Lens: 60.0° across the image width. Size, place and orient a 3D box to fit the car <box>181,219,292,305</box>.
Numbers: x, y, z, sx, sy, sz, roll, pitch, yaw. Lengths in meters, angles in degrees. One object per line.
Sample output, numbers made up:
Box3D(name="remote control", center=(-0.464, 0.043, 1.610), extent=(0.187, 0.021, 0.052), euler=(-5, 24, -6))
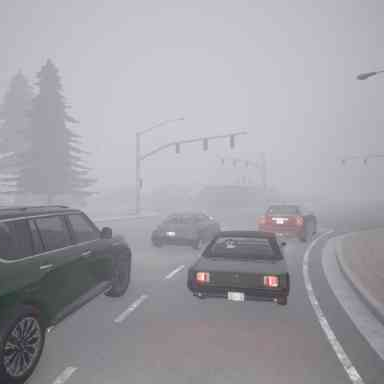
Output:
Box3D(name="car", center=(1.336, 1.588, 8.142), extent=(1.895, 1.301, 4.718), euler=(0, 0, 14))

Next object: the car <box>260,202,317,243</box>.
Box3D(name="car", center=(4.826, 1.320, 16.413), extent=(2.097, 1.767, 4.553), euler=(0, 0, 27))

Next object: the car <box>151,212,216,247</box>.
Box3D(name="car", center=(-0.107, 1.546, 14.502), extent=(1.994, 1.385, 4.181), euler=(0, 0, 20))

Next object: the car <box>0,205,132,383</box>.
Box3D(name="car", center=(-2.786, 1.222, 5.546), extent=(2.150, 2.045, 5.566), euler=(0, 0, 8))

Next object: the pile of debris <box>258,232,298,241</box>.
Box3D(name="pile of debris", center=(4.206, 2.145, 16.173), extent=(1.500, 0.140, 1.860), euler=(0, 0, 29))

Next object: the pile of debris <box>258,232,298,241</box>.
Box3D(name="pile of debris", center=(4.206, 2.145, 16.173), extent=(1.500, 0.140, 1.860), euler=(0, 0, 29))
